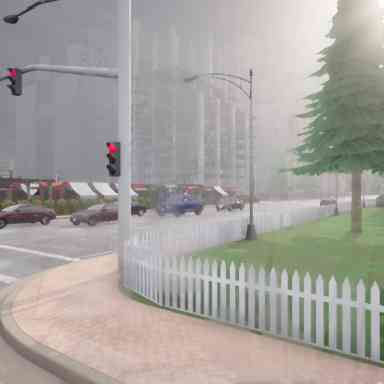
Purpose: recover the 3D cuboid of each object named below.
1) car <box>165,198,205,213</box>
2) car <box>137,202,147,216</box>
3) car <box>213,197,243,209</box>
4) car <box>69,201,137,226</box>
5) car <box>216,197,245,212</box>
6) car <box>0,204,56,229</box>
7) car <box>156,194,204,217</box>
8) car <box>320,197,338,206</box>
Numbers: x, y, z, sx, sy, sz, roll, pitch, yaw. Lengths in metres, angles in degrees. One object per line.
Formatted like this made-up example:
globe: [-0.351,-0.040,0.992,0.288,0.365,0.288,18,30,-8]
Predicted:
car: [-0.683,1.492,38.154,2.128,1.511,4.902,0,0,34]
car: [-6.227,1.478,29.942,1.882,1.535,5.008,0,0,34]
car: [5.132,1.492,46.721,2.128,1.511,4.902,0,0,34]
car: [-6.332,1.526,23.486,1.812,1.442,4.674,0,0,34]
car: [4.616,1.492,39.743,2.128,1.511,4.902,0,0,34]
car: [-11.448,1.526,22.197,1.812,1.442,4.674,0,0,36]
car: [-1.021,1.221,31.405,2.150,2.045,5.566,0,0,34]
car: [21.054,1.526,51.286,1.812,1.442,4.674,0,0,34]
